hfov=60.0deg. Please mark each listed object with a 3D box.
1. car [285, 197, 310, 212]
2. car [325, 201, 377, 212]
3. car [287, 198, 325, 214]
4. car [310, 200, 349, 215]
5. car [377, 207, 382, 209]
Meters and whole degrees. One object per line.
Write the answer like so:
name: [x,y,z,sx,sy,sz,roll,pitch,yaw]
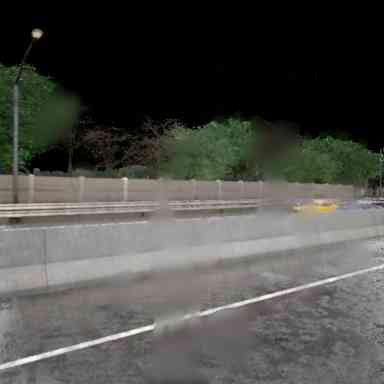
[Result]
car: [12.548,1.411,37.676,4.553,1.767,2.097,0,0,-38]
car: [12.867,1.521,25.968,5.008,1.535,1.882,0,0,-35]
car: [10.861,1.521,28.835,5.008,1.535,1.882,0,0,-35]
car: [14.844,1.625,35.805,4.181,1.385,1.994,0,0,-35]
car: [7.650,1.240,9.180,5.566,2.045,2.150,0,0,-35]
